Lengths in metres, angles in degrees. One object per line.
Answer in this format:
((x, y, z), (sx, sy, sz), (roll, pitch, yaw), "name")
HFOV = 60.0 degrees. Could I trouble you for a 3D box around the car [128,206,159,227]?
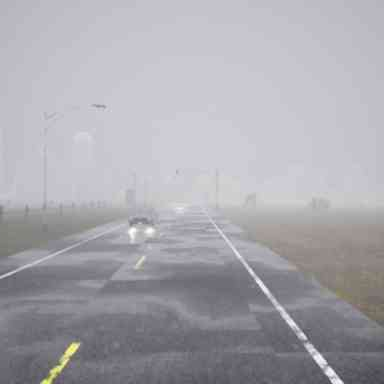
((-3.605, 1.824, 25.786), (2.033, 1.411, 5.357), (0, -1, 0), "car")
